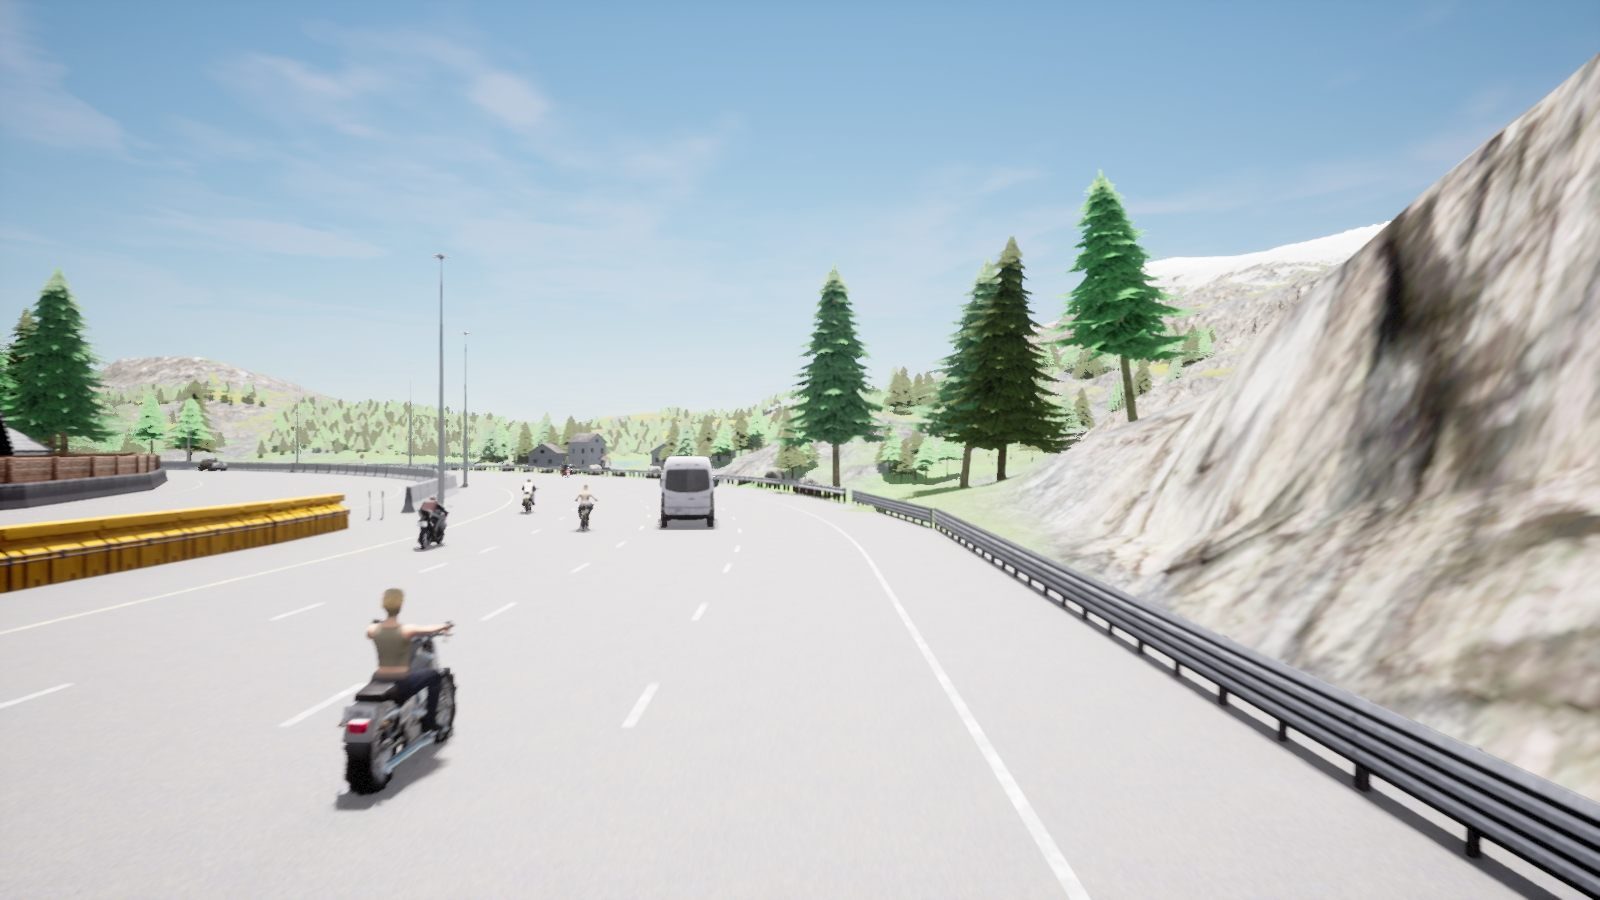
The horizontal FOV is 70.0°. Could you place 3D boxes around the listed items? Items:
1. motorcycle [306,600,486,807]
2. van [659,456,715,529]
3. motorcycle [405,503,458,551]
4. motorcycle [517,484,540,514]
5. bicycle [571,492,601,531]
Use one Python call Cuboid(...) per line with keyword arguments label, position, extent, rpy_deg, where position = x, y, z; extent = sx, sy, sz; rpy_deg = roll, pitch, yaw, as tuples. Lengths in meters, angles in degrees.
Cuboid(label="motorcycle", position=(-3.497, 2.146, 10.162), extent=(0.764, 1.325, 2.356), rpy_deg=(0, 0, 0))
Cuboid(label="van", position=(-4.286, 1.536, 43.817), extent=(1.988, 2.561, 5.915), rpy_deg=(0, 0, -5))
Cuboid(label="motorcycle", position=(-10.636, 2.206, 33.045), extent=(0.867, 1.251, 2.209), rpy_deg=(0, 0, -2))
Cuboid(label="motorcycle", position=(-12.148, 2.179, 51.219), extent=(0.803, 1.217, 2.033), rpy_deg=(0, 0, -7))
Cuboid(label="bicycle", position=(-7.495, 2.150, 40.013), extent=(0.859, 1.295, 1.487), rpy_deg=(0, 0, -4))
